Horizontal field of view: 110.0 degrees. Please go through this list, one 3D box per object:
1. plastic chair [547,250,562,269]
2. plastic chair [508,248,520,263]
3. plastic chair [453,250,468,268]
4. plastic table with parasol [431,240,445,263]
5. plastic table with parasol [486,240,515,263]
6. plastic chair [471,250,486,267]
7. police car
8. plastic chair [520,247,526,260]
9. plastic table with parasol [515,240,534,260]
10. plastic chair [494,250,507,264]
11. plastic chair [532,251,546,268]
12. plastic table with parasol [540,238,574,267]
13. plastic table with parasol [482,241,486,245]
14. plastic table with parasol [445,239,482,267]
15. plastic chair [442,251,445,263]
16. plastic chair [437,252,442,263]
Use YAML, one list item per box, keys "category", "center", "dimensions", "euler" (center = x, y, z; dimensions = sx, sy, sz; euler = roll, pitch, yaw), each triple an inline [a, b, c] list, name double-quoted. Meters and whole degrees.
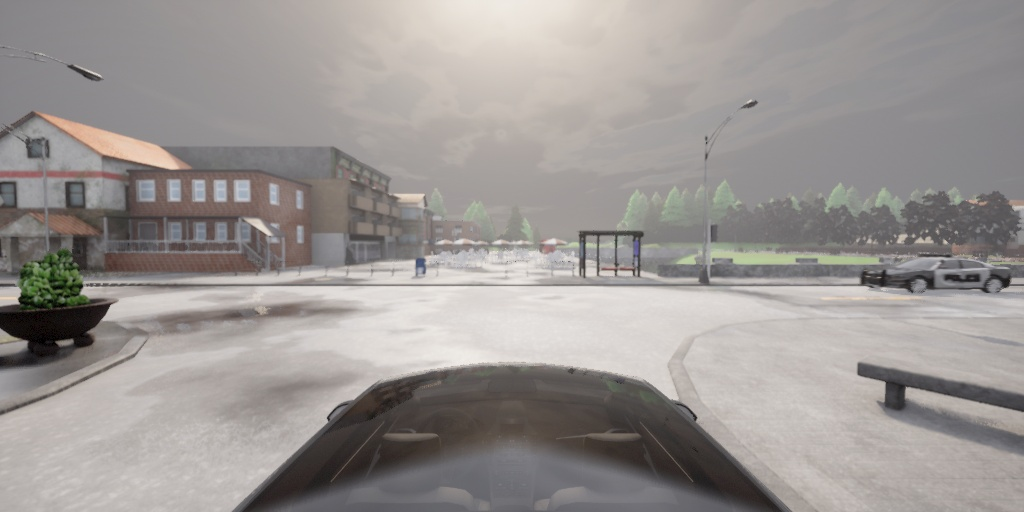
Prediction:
- category: "plastic chair"
  center: [3.476, 0.381, 29.461]
  dimensions: [0.750, 1.272, 0.730]
  euler: [0, 0, 0]
- category: "plastic chair"
  center: [0.187, 0.094, 38.361]
  dimensions: [0.730, 1.272, 0.750]
  euler: [0, 0, 0]
- category: "plastic chair"
  center: [-4.323, 0.356, 30.271]
  dimensions: [0.750, 1.272, 0.730]
  euler: [0, 0, 0]
- category: "plastic table with parasol"
  center: [-7.083, -0.500, 38.080]
  dimensions: [2.482, 2.480, 2.482]
  euler: [0, 0, 0]
- category: "plastic table with parasol"
  center: [-1.163, -0.514, 38.462]
  dimensions: [2.482, 2.480, 2.482]
  euler: [0, 0, 0]
- category: "plastic chair"
  center: [-2.922, 0.320, 31.368]
  dimensions: [0.730, 1.272, 0.750]
  euler: [0, 0, 0]
- category: "police car"
  center: [18.107, 0.725, 15.530]
  dimensions: [5.238, 1.638, 1.930]
  euler: [0, 2, 0]
- category: "plastic chair"
  center: [1.099, -0.118, 44.888]
  dimensions: [0.750, 1.272, 0.730]
  euler: [0, 0, -1]
- category: "plastic table with parasol"
  center: [1.217, -0.760, 46.066]
  dimensions: [2.482, 2.480, 2.482]
  euler: [0, 0, 0]
- category: "plastic chair"
  center: [-1.214, 0.129, 37.263]
  dimensions: [0.750, 1.272, 0.730]
  euler: [0, 0, 0]
- category: "plastic chair"
  center: [2.278, 0.339, 30.762]
  dimensions: [0.730, 1.272, 0.750]
  euler: [0, 0, 0]
- category: "plastic table with parasol"
  center: [3.618, -0.264, 30.731]
  dimensions: [2.482, 2.480, 2.482]
  euler: [0, 0, 0]
- category: "plastic table with parasol"
  center: [-4.555, -0.983, 52.989]
  dimensions: [2.482, 2.480, 2.482]
  euler: [0, 0, 0]
- category: "plastic table with parasol"
  center: [-4.202, -0.287, 31.490]
  dimensions: [2.482, 2.480, 2.482]
  euler: [0, 0, 0]
- category: "plastic chair"
  center: [-5.521, 0.314, 31.571]
  dimensions: [0.730, 1.272, 0.750]
  euler: [0, 0, 0]
- category: "plastic chair"
  center: [-7.011, 0.142, 36.902]
  dimensions: [0.750, 1.272, 0.730]
  euler: [0, 0, -1]
